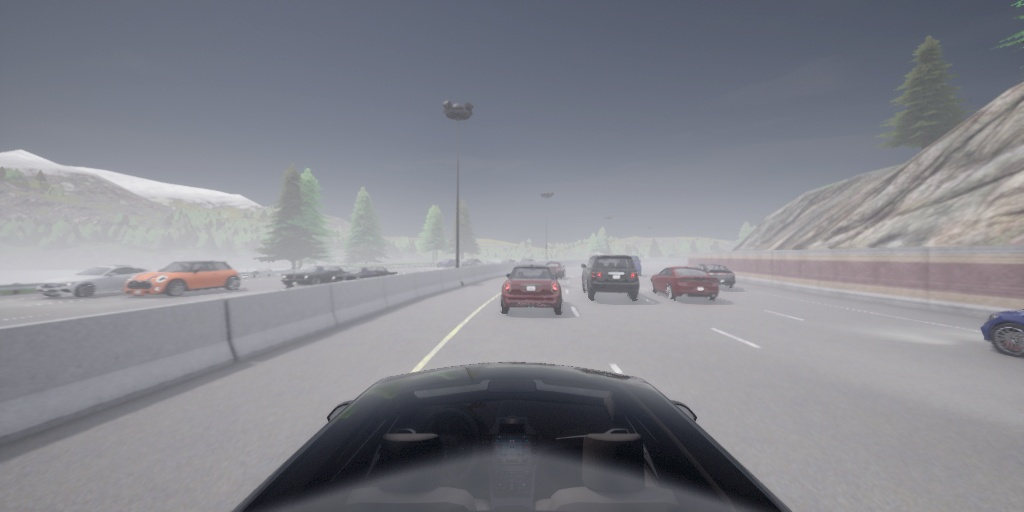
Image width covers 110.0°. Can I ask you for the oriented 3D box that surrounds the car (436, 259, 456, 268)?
[{"bbox_3d":[-10.519,1.170,58.278,1.812,1.442,4.674,0,0,21],"label":"car"}]

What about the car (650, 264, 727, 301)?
[{"bbox_3d":[8.225,1.230,17.555,1.882,1.535,5.008,0,0,7],"label":"car"}]

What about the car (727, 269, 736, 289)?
[{"bbox_3d":[12.614,1.249,23.217,2.128,1.511,4.902,0,0,10],"label":"car"}]

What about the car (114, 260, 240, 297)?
[{"bbox_3d":[-16.510,1.032,18.269,2.097,1.767,4.553,0,0,6],"label":"car"}]

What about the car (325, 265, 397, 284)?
[{"bbox_3d":[-9.017,1.297,22.182,1.895,1.301,4.718,0,0,8],"label":"car"}]

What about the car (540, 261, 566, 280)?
[{"bbox_3d":[3.784,1.245,32.501,1.812,1.442,4.674,0,0,13],"label":"car"}]

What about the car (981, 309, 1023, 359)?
[{"bbox_3d":[10.756,1.302,5.533,1.812,1.442,4.674,0,0,2],"label":"car"}]

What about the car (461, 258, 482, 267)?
[{"bbox_3d":[-6.553,1.158,58.766,1.837,1.490,4.892,0,0,21],"label":"car"}]

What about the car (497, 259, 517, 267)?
[{"bbox_3d":[-0.888,1.190,63.336,1.812,1.442,4.674,0,0,24],"label":"car"}]

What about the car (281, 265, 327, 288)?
[{"bbox_3d":[-12.409,1.286,23.156,1.895,1.301,4.718,0,0,8],"label":"car"}]

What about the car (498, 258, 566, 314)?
[{"bbox_3d":[0.805,1.088,13.973,2.097,1.767,4.553,0,0,5],"label":"car"}]

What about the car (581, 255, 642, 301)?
[{"bbox_3d":[4.692,0.964,17.675,2.150,2.045,5.566,0,0,7],"label":"car"}]

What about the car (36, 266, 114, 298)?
[{"bbox_3d":[-20.085,1.196,17.931,1.812,1.442,4.674,0,0,6],"label":"car"}]
